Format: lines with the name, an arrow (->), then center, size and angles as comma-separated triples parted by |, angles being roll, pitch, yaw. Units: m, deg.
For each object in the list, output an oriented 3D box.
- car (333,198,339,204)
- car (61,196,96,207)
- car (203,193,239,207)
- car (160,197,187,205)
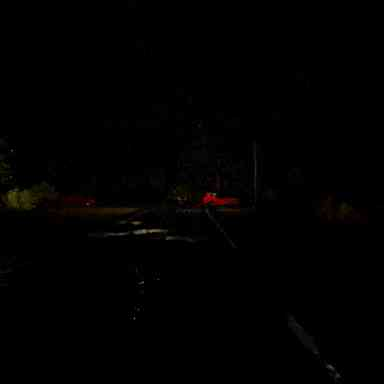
car -> 23.339, 1.590, 58.649 | 4.902, 1.511, 2.128 | -1, 0, -2
car -> -17.178, 1.406, 50.534 | 5.008, 1.535, 1.882 | 0, 0, -2
car -> 4.450, 1.220, 51.087 | 5.566, 2.045, 2.150 | 0, 0, -1
car -> -3.265, 1.574, 57.914 | 4.718, 1.301, 1.895 | 0, 0, -1
